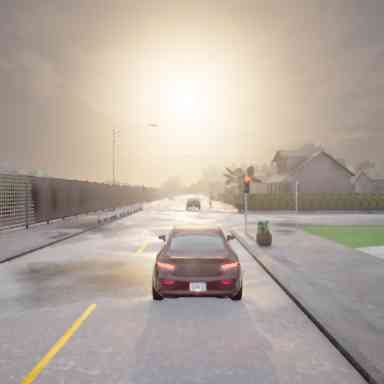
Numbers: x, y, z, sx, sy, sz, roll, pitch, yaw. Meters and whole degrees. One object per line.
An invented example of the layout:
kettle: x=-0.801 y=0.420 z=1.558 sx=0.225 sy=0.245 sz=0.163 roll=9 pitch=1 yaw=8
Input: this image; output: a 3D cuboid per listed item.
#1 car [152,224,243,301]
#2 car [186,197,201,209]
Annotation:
car: x=0.110 y=1.524 z=8.217 sx=1.812 sy=1.442 sz=4.674 roll=0 pitch=0 yaw=0
car: x=0.192 y=1.496 z=43.987 sx=1.837 sy=1.490 sz=4.892 roll=0 pitch=0 yaw=0
